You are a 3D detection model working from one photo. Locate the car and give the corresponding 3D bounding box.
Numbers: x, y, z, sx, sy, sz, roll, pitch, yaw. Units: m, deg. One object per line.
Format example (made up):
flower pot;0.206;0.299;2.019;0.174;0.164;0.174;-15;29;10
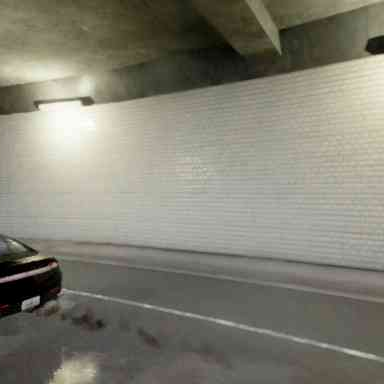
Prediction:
car;-4.609;1.467;6.085;4.902;1.511;2.128;0;0;26
